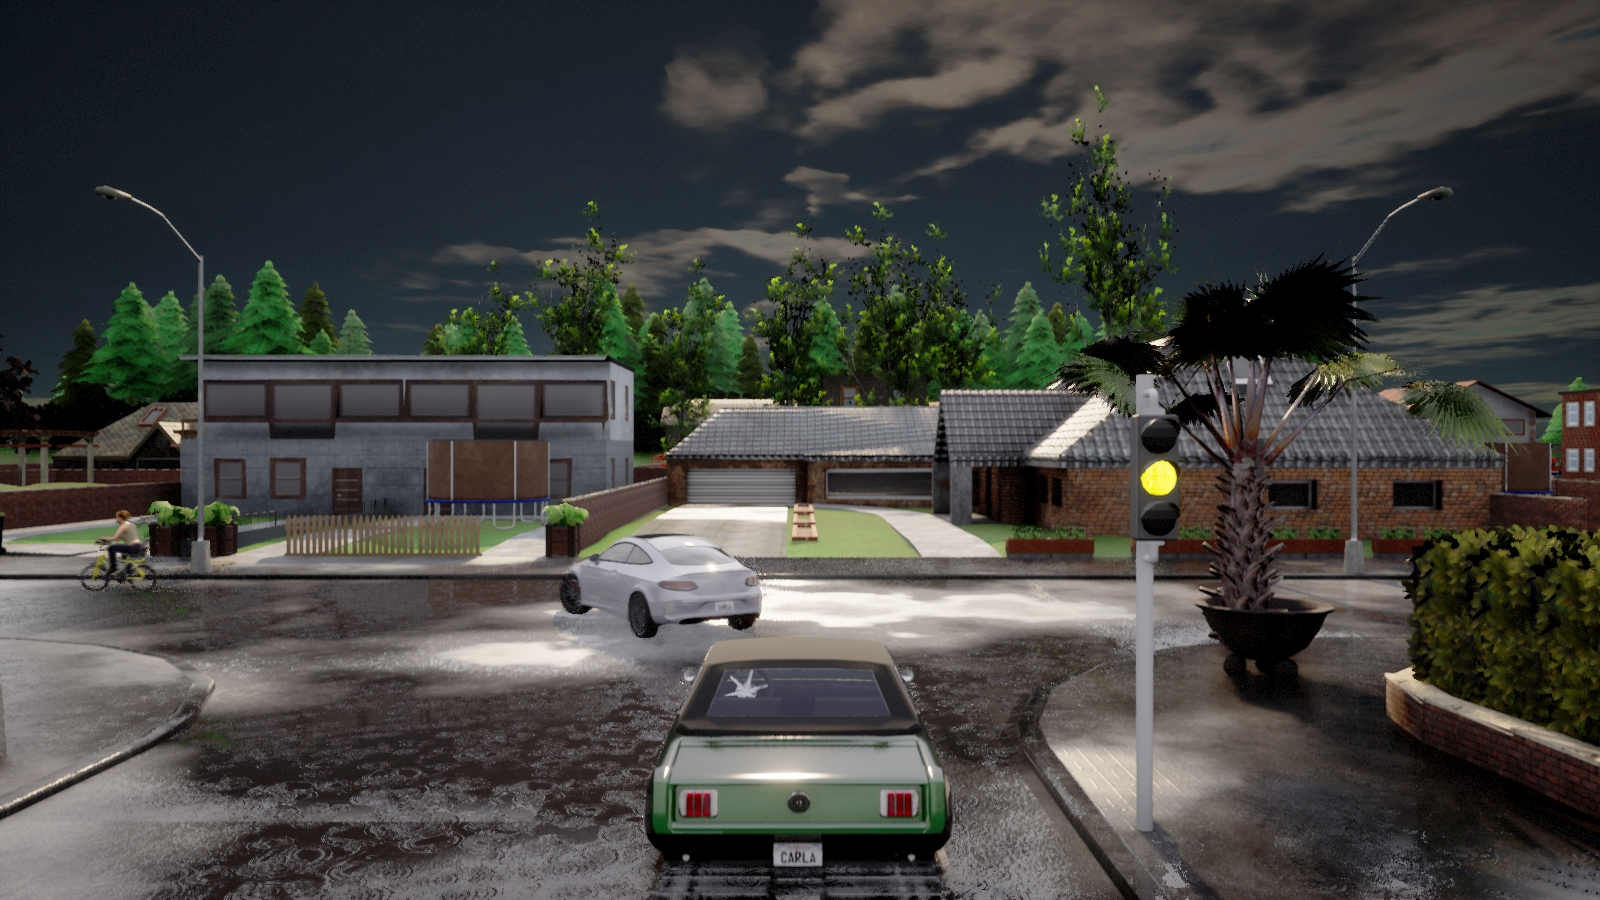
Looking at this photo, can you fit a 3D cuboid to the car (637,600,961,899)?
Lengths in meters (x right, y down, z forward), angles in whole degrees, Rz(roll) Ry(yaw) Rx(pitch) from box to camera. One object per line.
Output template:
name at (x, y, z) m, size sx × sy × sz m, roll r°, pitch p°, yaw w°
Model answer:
car at (-0.013, 2.145, 9.042) m, size 1.895 × 1.301 × 4.718 m, roll 0°, pitch 0°, yaw 0°

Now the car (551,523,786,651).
car at (-2.266, 2.059, 18.365) m, size 2.002 × 1.442 × 4.674 m, roll 0°, pitch 0°, yaw -31°

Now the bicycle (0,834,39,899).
bicycle at (-2.770, 2.056, 3.012) m, size 0.329 × 1.471 × 1.835 m, roll 0°, pitch 0°, yaw -1°
